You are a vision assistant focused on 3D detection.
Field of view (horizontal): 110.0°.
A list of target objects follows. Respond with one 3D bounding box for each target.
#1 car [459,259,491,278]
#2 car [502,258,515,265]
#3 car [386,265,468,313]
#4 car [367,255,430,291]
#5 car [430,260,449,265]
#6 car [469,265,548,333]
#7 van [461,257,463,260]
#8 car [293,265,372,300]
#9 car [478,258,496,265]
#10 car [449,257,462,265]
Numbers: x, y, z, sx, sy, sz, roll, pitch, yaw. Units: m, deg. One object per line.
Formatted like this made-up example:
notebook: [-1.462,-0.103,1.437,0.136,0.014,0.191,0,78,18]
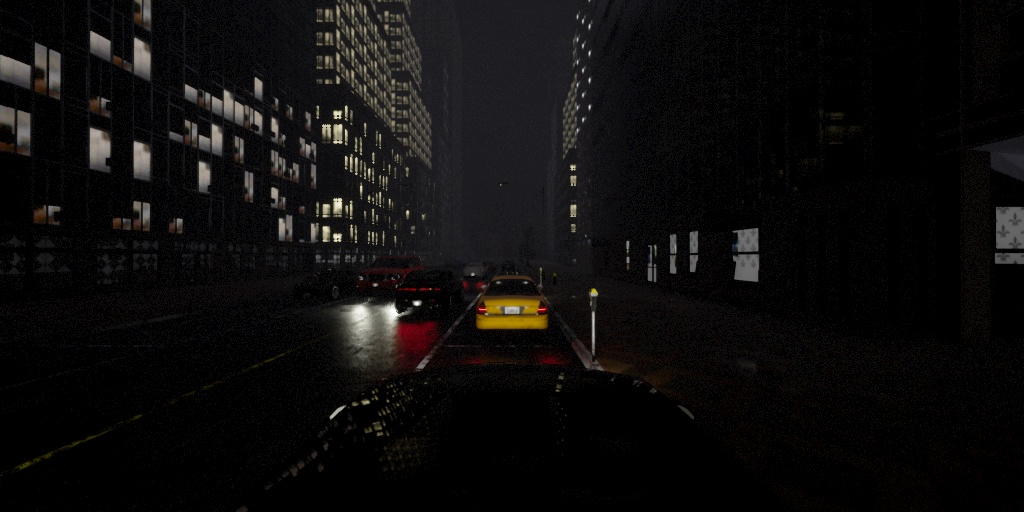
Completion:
car: [-3.146,1.267,31.180,1.812,1.442,4.674,0,0,0]
car: [-0.455,1.298,46.099,1.948,1.339,4.313,0,0,0]
car: [-3.046,1.253,13.922,1.837,1.490,4.892,0,0,0]
car: [-6.246,0.968,19.151,2.150,2.045,5.566,0,0,0]
car: [-8.836,1.286,40.419,2.007,1.370,4.403,0,0,0]
car: [0.004,1.206,10.689,1.801,1.575,5.366,0,0,0]
van: [-8.836,1.064,57.496,1.690,1.789,3.998,0,0,0]
car: [-8.836,1.313,17.650,1.948,1.339,4.313,0,0,0]
car: [-3.045,1.297,45.334,1.994,1.385,4.181,0,0,0]
car: [-8.836,1.273,51.803,1.888,1.381,4.507,0,0,0]
